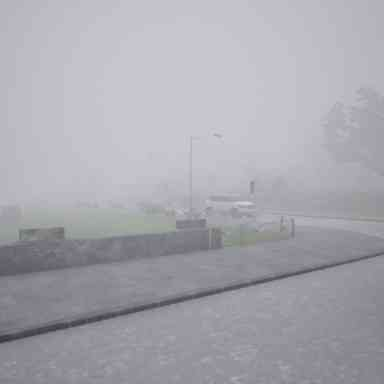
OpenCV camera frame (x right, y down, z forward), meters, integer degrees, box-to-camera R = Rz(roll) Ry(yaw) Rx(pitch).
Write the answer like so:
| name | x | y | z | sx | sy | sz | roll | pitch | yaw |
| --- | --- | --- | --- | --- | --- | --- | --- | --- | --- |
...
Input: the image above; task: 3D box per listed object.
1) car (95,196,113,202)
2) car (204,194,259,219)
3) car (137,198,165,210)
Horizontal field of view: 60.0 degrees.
| name | x | y | z | sx | sy | sz | roll | pitch | yaw |
| --- | --- | --- | --- | --- | --- | --- | --- | --- | --- |
| car | -14.569 | 1.242 | 54.756 | 1.812 | 1.442 | 4.674 | 0 | 0 | -36 |
| car | 3.359 | 1.222 | 29.480 | 2.150 | 2.045 | 5.566 | 0 | 0 | -36 |
| car | -5.150 | 1.477 | 41.409 | 1.882 | 1.535 | 5.008 | 0 | 0 | -35 |
